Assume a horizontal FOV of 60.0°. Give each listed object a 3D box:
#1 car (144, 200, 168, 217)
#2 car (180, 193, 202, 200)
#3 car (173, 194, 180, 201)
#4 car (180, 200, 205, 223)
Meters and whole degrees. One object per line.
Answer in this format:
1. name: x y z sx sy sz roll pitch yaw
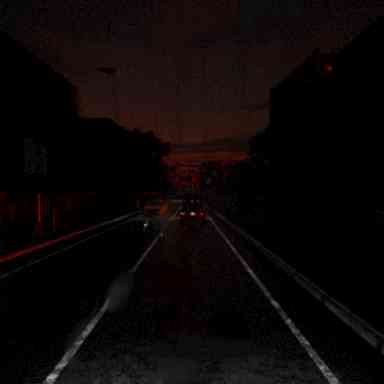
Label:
1. car: -3.358 1.487 31.637 1.882 1.535 5.008 0 0 0
2. car: -0.002 1.204 41.664 2.150 2.045 5.566 0 0 0
3. car: -3.035 1.188 73.276 1.994 1.385 4.181 0 1 0
4. car: 0.041 1.550 25.120 2.033 1.411 5.357 0 0 0
